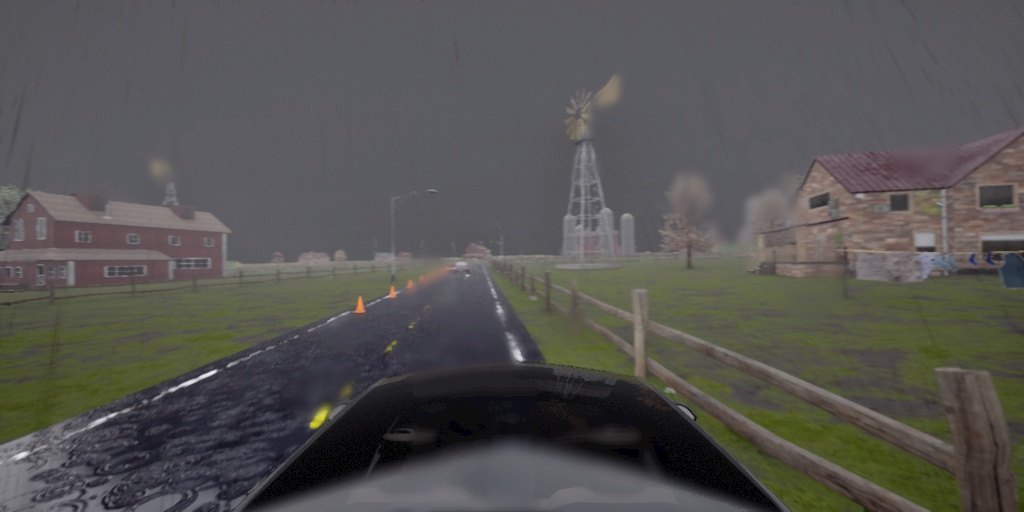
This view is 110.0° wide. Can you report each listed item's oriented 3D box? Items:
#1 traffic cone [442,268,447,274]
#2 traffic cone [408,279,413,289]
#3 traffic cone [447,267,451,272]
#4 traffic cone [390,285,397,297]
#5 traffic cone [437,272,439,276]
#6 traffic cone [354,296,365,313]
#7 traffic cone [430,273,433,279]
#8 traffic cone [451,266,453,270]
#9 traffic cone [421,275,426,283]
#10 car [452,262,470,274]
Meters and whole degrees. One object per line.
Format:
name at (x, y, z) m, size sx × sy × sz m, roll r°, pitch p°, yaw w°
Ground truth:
traffic cone at (-8.350, 1.866, 43.267) m, size 0.340 × 0.580 × 0.340 m, roll 0°, pitch 0°, yaw -5°
traffic cone at (-6.557, 1.814, 23.346) m, size 0.340 × 0.580 × 0.340 m, roll 0°, pitch 0°, yaw -5°
traffic cone at (-8.798, 1.881, 48.248) m, size 0.340 × 0.580 × 0.340 m, roll 0°, pitch 0°, yaw -5°
traffic cone at (-6.109, 1.803, 18.366) m, size 0.340 × 0.580 × 0.340 m, roll 0°, pitch 0°, yaw -5°
traffic cone at (-7.902, 1.852, 38.288) m, size 0.340 × 0.580 × 0.340 m, roll 0°, pitch 0°, yaw -5°
traffic cone at (-5.661, 1.791, 13.386) m, size 0.340 × 0.580 × 0.340 m, roll 0°, pitch 0°, yaw -5°
traffic cone at (-7.454, 1.839, 33.307) m, size 0.340 × 0.580 × 0.340 m, roll 0°, pitch 0°, yaw -5°
traffic cone at (-9.246, 1.895, 53.228) m, size 0.340 × 0.580 × 0.340 m, roll 0°, pitch 0°, yaw -5°
traffic cone at (-7.005, 1.826, 28.327) m, size 0.340 × 0.580 × 0.340 m, roll 0°, pitch 0°, yaw -5°
car at (-6.112, 1.409, 43.673) m, size 1.812 × 1.442 × 4.674 m, roll -1°, pitch 0°, yaw -5°
